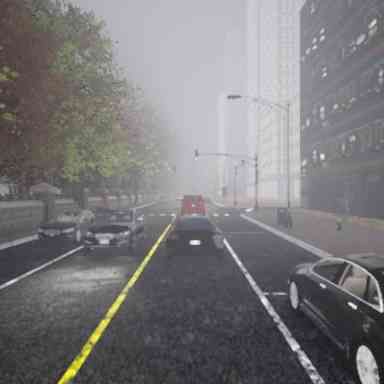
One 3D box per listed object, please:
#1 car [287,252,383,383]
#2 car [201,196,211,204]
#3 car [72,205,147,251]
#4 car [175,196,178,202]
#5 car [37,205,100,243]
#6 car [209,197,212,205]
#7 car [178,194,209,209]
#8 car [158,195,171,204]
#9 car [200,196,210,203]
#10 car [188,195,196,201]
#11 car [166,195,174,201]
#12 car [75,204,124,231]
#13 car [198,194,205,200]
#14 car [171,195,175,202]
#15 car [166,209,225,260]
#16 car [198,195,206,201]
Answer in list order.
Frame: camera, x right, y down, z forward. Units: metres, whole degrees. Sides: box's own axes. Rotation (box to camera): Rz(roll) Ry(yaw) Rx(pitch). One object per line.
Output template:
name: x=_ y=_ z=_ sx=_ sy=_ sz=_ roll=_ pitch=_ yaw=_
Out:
car: x=2.692 y=1.549 z=4.825 sx=2.008 sy=1.369 sz=4.403 roll=0 pitch=0 yaw=0
car: x=2.694 y=1.575 z=64.990 sx=1.947 sy=1.339 sz=4.313 roll=0 pitch=0 yaw=0
car: x=-3.091 y=1.487 z=14.183 sx=2.128 sy=1.511 sz=4.902 roll=0 pitch=0 yaw=0
car: x=-2.996 y=1.561 z=78.789 sx=2.033 sy=1.411 sz=5.357 roll=0 pitch=0 yaw=0
car: x=-5.765 y=1.546 z=15.899 sx=2.008 sy=1.369 sz=4.403 roll=0 pitch=0 yaw=0
car: x=2.694 y=1.571 z=59.357 sx=1.947 sy=1.339 sz=4.313 roll=0 pitch=0 yaw=0
car: x=0.103 y=1.216 z=30.080 sx=2.150 sy=2.045 sz=5.566 roll=0 pitch=0 yaw=0
car: x=-5.686 y=1.591 z=64.990 sx=1.802 sy=1.307 sz=4.206 roll=0 pitch=0 yaw=0
car: x=2.695 y=1.579 z=70.622 sx=1.947 sy=1.339 sz=4.313 roll=0 pitch=0 yaw=0
car: x=0.002 y=1.520 z=86.608 sx=1.837 sy=1.490 sz=4.892 roll=0 pitch=0 yaw=0
car: x=-5.684 y=1.556 z=87.350 sx=1.752 sy=1.417 sz=4.829 roll=0 pitch=0 yaw=0
car: x=-5.816 y=1.539 z=21.439 sx=1.887 sy=1.381 sz=4.507 roll=0 pitch=0 yaw=0
car: x=2.696 y=1.478 z=93.152 sx=1.967 sy=1.590 sz=4.097 roll=0 pitch=0 yaw=0
car: x=-5.685 y=1.459 z=76.255 sx=1.967 sy=1.590 sz=4.097 roll=0 pitch=0 yaw=0
car: x=0.100 y=1.560 z=12.470 sx=1.994 sy=1.385 sz=4.181 roll=0 pitch=0 yaw=0
car: x=2.696 y=1.575 z=87.520 sx=1.887 sy=1.381 sz=4.507 roll=0 pitch=0 yaw=0
